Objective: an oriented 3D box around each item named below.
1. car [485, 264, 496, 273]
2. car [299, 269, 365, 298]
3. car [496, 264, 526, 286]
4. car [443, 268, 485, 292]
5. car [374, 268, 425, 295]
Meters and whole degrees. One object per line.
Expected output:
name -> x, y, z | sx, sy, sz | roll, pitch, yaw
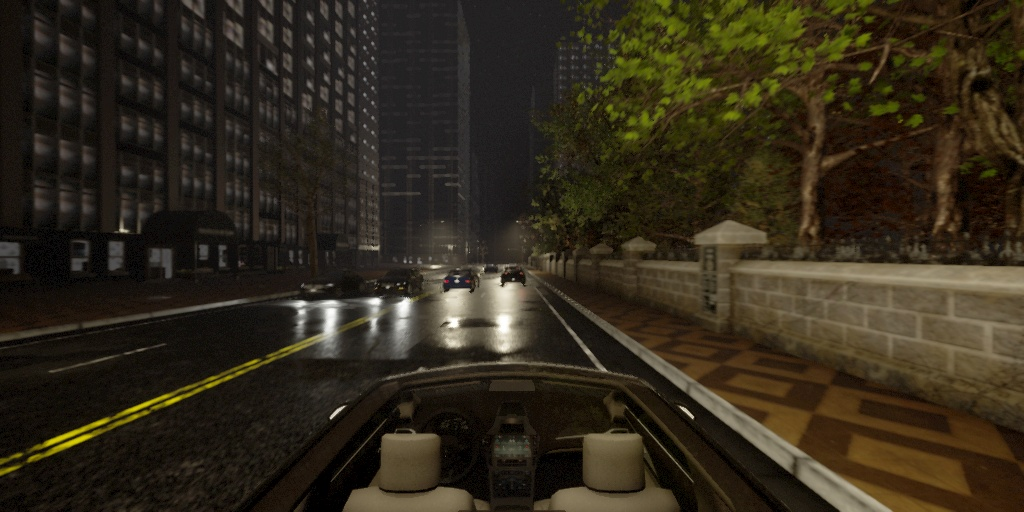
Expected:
car -> -3.137, 1.864, 54.762 | 1.994, 1.385, 4.181 | 0, -1, 0
car -> -9.811, 1.462, 20.037 | 1.812, 1.442, 4.674 | 0, -1, 0
car -> 0.106, 1.513, 28.300 | 2.128, 1.511, 4.902 | 0, -1, 0
car -> -3.144, 1.515, 23.016 | 2.033, 1.411, 5.357 | 0, -1, 0
car -> -6.552, 1.458, 21.389 | 1.837, 1.490, 4.892 | 0, -1, 0
